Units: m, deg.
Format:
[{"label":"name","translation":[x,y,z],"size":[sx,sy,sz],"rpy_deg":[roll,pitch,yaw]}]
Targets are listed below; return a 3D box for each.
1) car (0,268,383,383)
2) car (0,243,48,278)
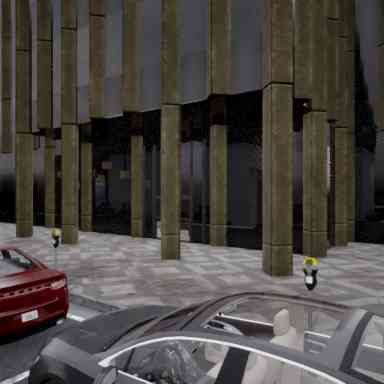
[{"label":"car","translation":[0.427,1.551,2.654],"size":[4.403,1.369,2.008],"rpy_deg":[0,0,35]},{"label":"car","translation":[-4.016,1.544,5.789],"size":[4.507,1.381,1.887],"rpy_deg":[0,0,35]}]
